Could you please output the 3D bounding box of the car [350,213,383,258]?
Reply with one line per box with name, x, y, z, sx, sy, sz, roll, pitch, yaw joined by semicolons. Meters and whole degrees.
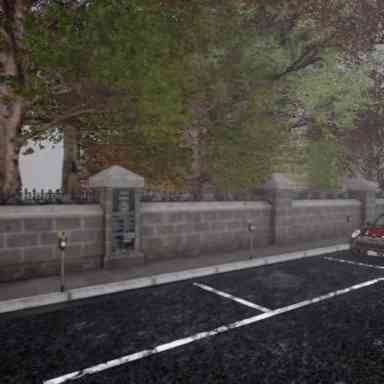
car;7.415;1.444;11.852;4.097;1.590;1.967;0;0;-36
